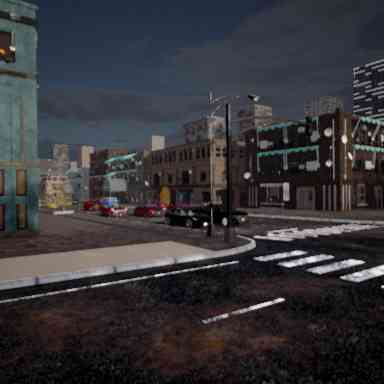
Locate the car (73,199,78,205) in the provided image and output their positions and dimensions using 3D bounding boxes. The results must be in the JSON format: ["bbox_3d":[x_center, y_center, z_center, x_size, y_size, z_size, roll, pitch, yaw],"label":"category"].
[{"bbox_3d":[-27.281,2.318,76.111,1.947,1.339,4.313,-2,0,-36],"label":"car"}]

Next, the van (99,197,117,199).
[{"bbox_3d":[-14.409,1.861,58.100,1.690,1.788,3.998,-2,0,-36],"label":"van"}]

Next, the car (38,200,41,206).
[{"bbox_3d":[-30.878,2.348,66.734,2.008,1.369,4.403,-2,0,-36],"label":"car"}]

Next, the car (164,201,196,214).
[{"bbox_3d":[-1.527,1.858,40.090,1.802,1.307,4.206,-2,0,-36],"label":"car"}]

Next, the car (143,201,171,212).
[{"bbox_3d":[-4.745,1.920,44.592,1.802,1.307,4.206,-2,0,-36],"label":"car"}]

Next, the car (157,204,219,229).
[{"bbox_3d":[-0.372,1.787,23.855,1.947,1.339,4.313,-2,0,-36],"label":"car"}]

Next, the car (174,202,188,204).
[{"bbox_3d":[-0.525,1.811,34.228,1.994,1.385,4.181,-1,0,-35],"label":"car"}]

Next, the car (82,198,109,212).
[{"bbox_3d":[-14.247,1.977,48.016,1.882,1.535,5.008,-1,0,-35],"label":"car"}]

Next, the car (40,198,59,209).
[{"bbox_3d":[-24.341,2.204,57.589,1.752,1.417,4.829,-2,0,-36],"label":"car"}]

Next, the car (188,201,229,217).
[{"bbox_3d":[1.691,1.764,35.586,2.008,1.369,4.403,-2,0,-36],"label":"car"}]

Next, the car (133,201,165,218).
[{"bbox_3d":[-4.419,1.875,34.189,1.994,1.385,4.181,-1,0,-36],"label":"car"}]

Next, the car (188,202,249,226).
[{"bbox_3d":[2.103,1.660,25.069,1.882,1.535,5.008,-1,0,-36],"label":"car"}]

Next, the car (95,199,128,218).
[{"bbox_3d":[-8.346,1.818,35.213,1.967,1.590,4.097,-2,0,-36],"label":"car"}]
